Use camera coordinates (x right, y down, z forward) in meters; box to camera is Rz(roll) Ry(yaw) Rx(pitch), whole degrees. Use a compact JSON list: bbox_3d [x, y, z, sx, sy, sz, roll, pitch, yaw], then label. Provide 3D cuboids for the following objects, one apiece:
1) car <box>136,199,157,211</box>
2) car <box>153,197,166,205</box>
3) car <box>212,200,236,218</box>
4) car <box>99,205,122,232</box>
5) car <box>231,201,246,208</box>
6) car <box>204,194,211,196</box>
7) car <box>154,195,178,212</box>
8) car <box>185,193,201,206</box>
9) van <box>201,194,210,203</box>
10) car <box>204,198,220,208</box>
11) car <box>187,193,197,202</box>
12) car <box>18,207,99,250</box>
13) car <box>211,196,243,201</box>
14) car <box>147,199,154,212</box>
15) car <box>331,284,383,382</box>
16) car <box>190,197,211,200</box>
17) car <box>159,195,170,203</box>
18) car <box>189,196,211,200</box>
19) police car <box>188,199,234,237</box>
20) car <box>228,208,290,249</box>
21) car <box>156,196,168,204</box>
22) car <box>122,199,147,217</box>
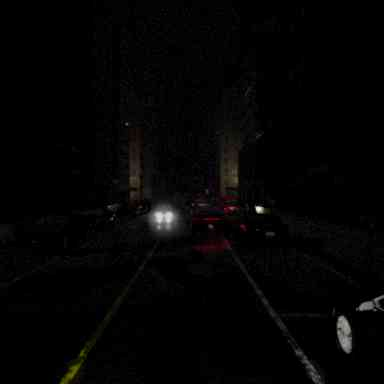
[{"bbox_3d":[-5.662,1.544,41.812,1.947,1.339,4.313,0,0,0],"label":"car"},{"bbox_3d":[-5.660,1.550,58.388,1.802,1.307,4.206,0,0,0],"label":"car"},{"bbox_3d":[2.862,1.509,30.946,1.752,1.417,4.829,0,0,0],"label":"car"},{"bbox_3d":[-5.666,1.573,19.712,1.802,1.307,4.206,0,0,0],"label":"car"},{"bbox_3d":[2.861,1.516,19.899,1.752,1.417,4.829,0,0,0],"label":"car"},{"bbox_3d":[2.863,1.417,41.823,1.967,1.590,4.097,0,0,0],"label":"car"},{"bbox_3d":[-3.088,1.471,38.577,2.128,1.511,4.902,0,0,0],"label":"car"},{"bbox_3d":[0.007,1.322,54.589,2.097,1.767,4.553,0,0,0],"label":"car"},{"bbox_3d":[2.867,1.302,69.442,1.690,1.788,3.998,0,0,0],"label":"van"},{"bbox_3d":[2.864,1.525,47.347,2.008,1.369,4.403,0,0,0],"label":"car"},{"bbox_3d":[0.009,1.156,69.482,2.097,1.767,4.553,0,0,0],"label":"car"},{"bbox_3d":[-5.666,1.539,14.187,1.887,1.381,4.507,0,0,0],"label":"car"},{"bbox_3d":[2.861,1.302,25.252,2.192,1.841,5.009,0,0,0],"label":"car"},{"bbox_3d":[-5.663,1.547,36.287,1.947,1.339,4.313,0,0,0],"label":"car"},{"bbox_3d":[2.858,1.549,3.159,2.008,1.369,4.403,0,0,0],"label":"car"},{"bbox_3d":[0.903,1.464,28.109,1.882,1.535,5.008,0,0,0],"label":"car"},{"bbox_3d":[-5.659,1.402,69.438,1.967,1.590,4.097,0,0,0],"label":"car"},{"bbox_3d":[0.904,1.460,34.110,1.882,1.535,5.008,0,0,0],"label":"car"},{"bbox_3d":[0.902,1.417,18.219,1.930,1.638,5.238,0,0,0],"label":"police car"},{"bbox_3d":[2.860,1.559,14.206,1.947,1.339,4.313,0,0,0],"label":"car"},{"bbox_3d":[-5.660,1.531,63.913,1.947,1.339,4.313,0,0,0],"label":"car"},{"bbox_3d":[-5.664,1.529,30.762,1.887,1.381,4.507,0,0,0],"label":"car"}]
